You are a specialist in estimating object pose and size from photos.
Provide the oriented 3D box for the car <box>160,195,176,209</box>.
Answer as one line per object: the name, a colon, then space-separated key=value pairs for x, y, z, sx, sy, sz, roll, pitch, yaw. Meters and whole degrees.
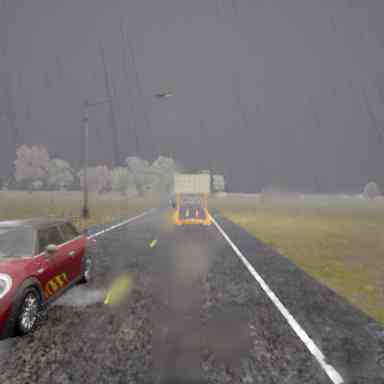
car: x=-3.524 y=1.417 z=50.206 sx=2.150 sy=2.045 sz=5.566 roll=0 pitch=0 yaw=1

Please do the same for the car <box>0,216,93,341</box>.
car: x=-3.595 y=1.378 z=6.658 sx=2.097 sy=1.767 sz=4.553 roll=0 pitch=0 yaw=0

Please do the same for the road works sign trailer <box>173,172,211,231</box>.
road works sign trailer: x=0.017 y=0.546 z=21.179 sx=2.380 sy=3.560 sz=2.880 roll=0 pitch=0 yaw=0
